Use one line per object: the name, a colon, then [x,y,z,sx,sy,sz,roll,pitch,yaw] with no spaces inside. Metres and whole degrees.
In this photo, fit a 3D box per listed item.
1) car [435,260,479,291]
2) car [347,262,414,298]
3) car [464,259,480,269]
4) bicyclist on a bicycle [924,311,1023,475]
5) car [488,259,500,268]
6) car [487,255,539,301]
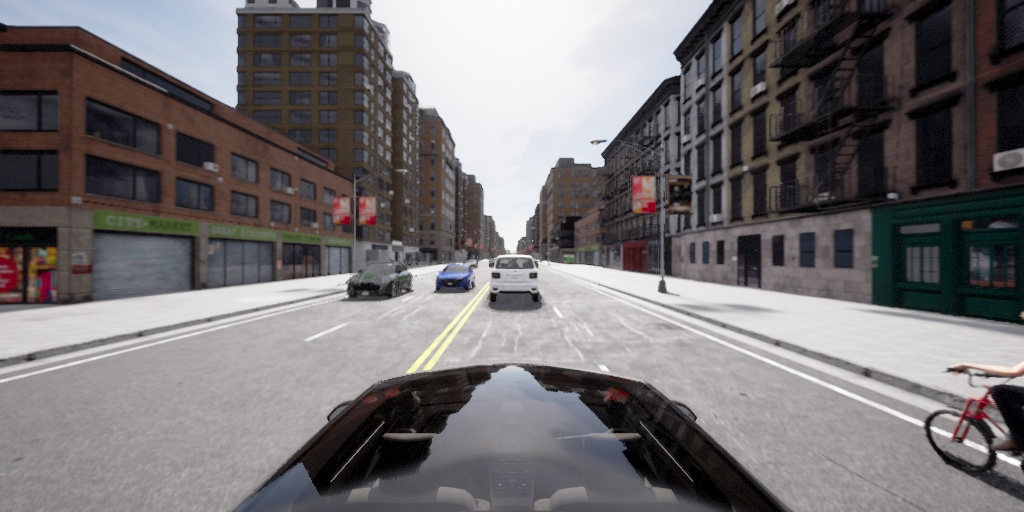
car: [-3.333,1.225,21.834,1.882,1.535,5.008,0,0,0]
car: [-6.585,1.098,18.367,2.097,1.767,4.553,0,0,0]
car: [-6.492,1.283,58.833,2.033,1.411,5.357,0,0,1]
bicyclist on a bicycle: [4.179,1.189,2.879,0.866,1.612,1.509,0,0,0]
car: [-3.221,1.235,63.748,1.837,1.490,4.892,0,0,1]
car: [0.114,0.972,17.465,2.150,2.045,5.566,0,0,0]
